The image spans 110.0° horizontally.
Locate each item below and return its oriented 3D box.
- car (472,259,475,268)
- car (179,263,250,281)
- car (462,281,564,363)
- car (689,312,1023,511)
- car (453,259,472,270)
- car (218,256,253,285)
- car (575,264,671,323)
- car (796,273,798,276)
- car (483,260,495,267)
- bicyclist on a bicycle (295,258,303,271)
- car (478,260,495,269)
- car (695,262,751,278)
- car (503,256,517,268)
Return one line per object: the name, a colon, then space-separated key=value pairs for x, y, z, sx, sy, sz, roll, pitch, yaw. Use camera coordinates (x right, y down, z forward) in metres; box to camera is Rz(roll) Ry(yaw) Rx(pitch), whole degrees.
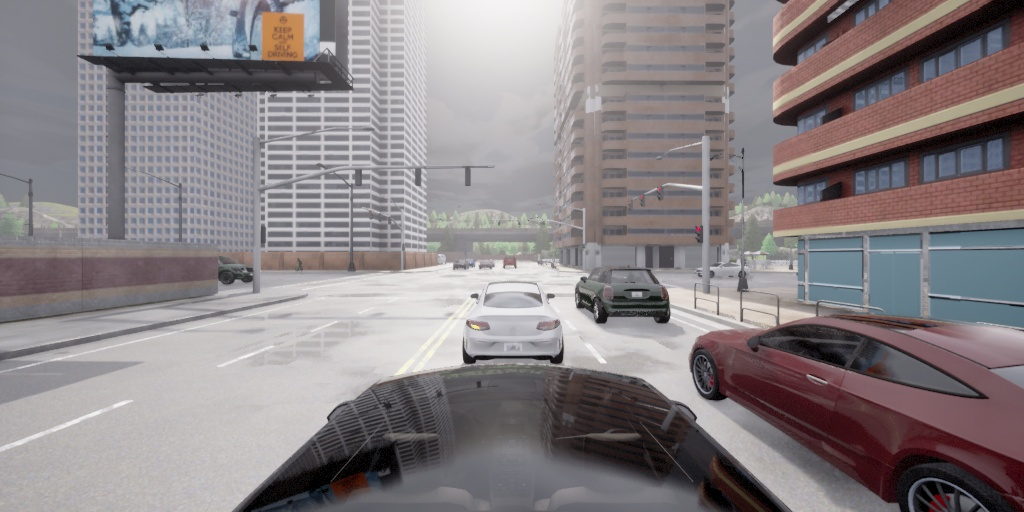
car: x=-7.546 y=1.227 z=62.981 sx=1.882 sy=1.535 sz=5.008 roll=0 pitch=0 yaw=0
car: x=-24.179 y=1.313 z=29.262 sx=4.181 sy=1.385 sz=1.994 roll=0 pitch=0 yaw=0
car: x=0.017 y=1.276 z=7.977 sx=1.812 sy=1.442 sz=4.674 roll=0 pitch=0 yaw=0
car: x=3.581 y=1.276 z=3.472 sx=1.812 sy=1.442 sz=4.674 roll=0 pitch=0 yaw=0
car: x=-7.496 y=1.227 z=52.960 sx=1.882 sy=1.535 sz=5.008 roll=0 pitch=0 yaw=0
car: x=-21.471 y=0.972 z=25.766 sx=5.566 sy=2.045 sz=2.150 roll=0 pitch=0 yaw=0
car: x=3.499 y=1.102 z=12.194 sx=2.097 sy=1.767 sz=4.553 roll=0 pitch=0 yaw=0
car: x=26.490 y=1.297 z=29.376 sx=5.357 sy=1.411 sz=2.033 roll=0 pitch=0 yaw=0
car: x=-4.049 y=1.350 z=64.983 sx=1.895 sy=1.301 sz=4.718 roll=0 pitch=0 yaw=0
bicyclist on a bicycle: x=-25.972 y=1.050 z=43.739 sx=0.582 sy=1.620 sz=1.656 roll=0 pitch=0 yaw=0
car: x=-4.009 y=1.275 z=55.002 sx=1.812 sy=1.442 sz=4.674 roll=0 pitch=0 yaw=-1
car: x=19.389 y=1.275 z=33.053 sx=4.674 sy=1.442 sz=1.812 roll=0 pitch=0 yaw=0
car: x=-0.372 y=0.970 z=61.944 sx=2.150 sy=2.045 sz=5.566 roll=0 pitch=0 yaw=0
